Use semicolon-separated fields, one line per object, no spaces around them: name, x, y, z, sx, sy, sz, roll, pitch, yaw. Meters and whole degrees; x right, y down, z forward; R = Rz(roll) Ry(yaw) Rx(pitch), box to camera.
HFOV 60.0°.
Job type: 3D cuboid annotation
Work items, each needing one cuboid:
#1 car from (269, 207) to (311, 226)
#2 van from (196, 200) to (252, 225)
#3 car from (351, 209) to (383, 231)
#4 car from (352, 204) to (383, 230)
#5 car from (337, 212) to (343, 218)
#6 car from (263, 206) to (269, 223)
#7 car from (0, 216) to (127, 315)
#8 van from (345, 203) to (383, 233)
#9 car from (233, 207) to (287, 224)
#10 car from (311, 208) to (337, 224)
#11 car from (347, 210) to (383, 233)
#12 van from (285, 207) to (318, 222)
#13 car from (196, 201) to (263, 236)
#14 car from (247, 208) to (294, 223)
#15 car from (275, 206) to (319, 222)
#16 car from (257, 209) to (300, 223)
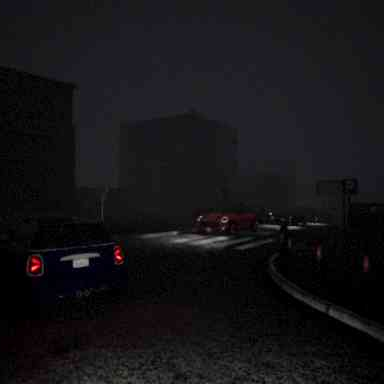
car;8.898;2.251;30.007;1.837;1.490;4.892;0;-4;33
van;2.777;1.772;29.245;4.442;1.987;1.878;0;-3;33
car;14.872;2.162;24.994;5.008;1.535;2.097;0;-4;33
car;16.354;2.082;27.305;5.566;2.045;2.435;0;-4;33
car;38.721;5.895;83.902;5.566;2.045;2.435;0;-4;33
car;5.944;2.198;33.806;4.553;1.767;2.185;0;-4;33
car;-3.358;1.357;7.974;2.097;1.767;4.553;0;0;-37
van;11.900;1.642;20.247;4.442;1.987;1.878;0;-3;33
car;7.356;2.507;36.354;5.366;1.575;1.946;0;-4;33
car;15.684;3.019;40.324;2.128;1.511;4.902;0;-3;33
car;13.346;2.032;22.611;4.792;1.488;2.163;0;-3;33
van;16.516;3.343;50.200;4.442;1.987;1.878;0;-4;33
car;2.177;1.534;19.853;2.097;1.767;4.553;0;-2;35
car;9.061;2.717;38.565;4.792;1.488;2.163;0;-4;33
car;15.063;3.140;47.823;5.566;2.045;2.435;0;-4;33
car;10.566;2.905;40.906;4.674;1.452;2.002;0;-4;33
